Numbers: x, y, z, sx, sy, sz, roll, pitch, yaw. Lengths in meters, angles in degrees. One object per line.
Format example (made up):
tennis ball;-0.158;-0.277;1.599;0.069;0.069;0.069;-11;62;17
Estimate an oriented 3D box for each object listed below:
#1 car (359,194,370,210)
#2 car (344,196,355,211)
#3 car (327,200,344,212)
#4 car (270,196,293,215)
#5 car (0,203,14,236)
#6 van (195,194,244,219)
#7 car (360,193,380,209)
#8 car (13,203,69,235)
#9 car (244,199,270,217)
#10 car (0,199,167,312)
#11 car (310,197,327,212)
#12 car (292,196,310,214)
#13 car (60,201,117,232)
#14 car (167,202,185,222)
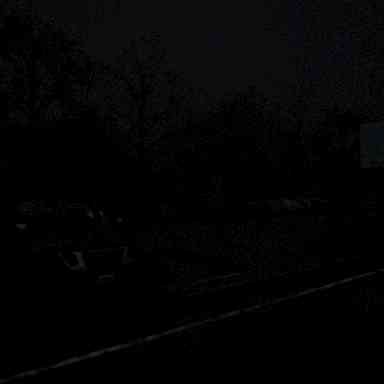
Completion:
car;17.838;1.335;39.482;2.163;1.488;4.792;0;0;-36
car;15.601;1.319;37.839;2.231;1.521;4.892;0;0;-36
car;13.337;1.331;36.235;2.097;1.535;5.008;0;0;-36
car;6.570;1.371;31.383;2.097;1.535;5.008;0;0;-36
car;-11.499;1.485;18.477;2.231;1.521;4.892;0;0;-36
van;1.982;1.173;28.252;1.878;1.987;4.442;0;0;-36
car;20.220;1.291;40.920;1.946;1.575;5.366;0;0;-36
car;-9.254;1.499;20.110;2.163;1.488;4.792;0;0;-36
car;4.310;1.425;29.769;2.002;1.452;4.674;0;0;-36
car;-3.164;1.226;8.315;2.435;2.045;5.566;0;0;-36
car;11.064;1.218;34.641;2.185;1.767;4.553;0;0;-36
car;8.826;1.397;33.000;2.002;1.452;4.674;0;0;-36
car;-6.872;1.452;21.549;1.946;1.575;5.366;0;0;-36
car;-2.447;1.456;24.906;2.163;1.488;4.792;0;0;-36
